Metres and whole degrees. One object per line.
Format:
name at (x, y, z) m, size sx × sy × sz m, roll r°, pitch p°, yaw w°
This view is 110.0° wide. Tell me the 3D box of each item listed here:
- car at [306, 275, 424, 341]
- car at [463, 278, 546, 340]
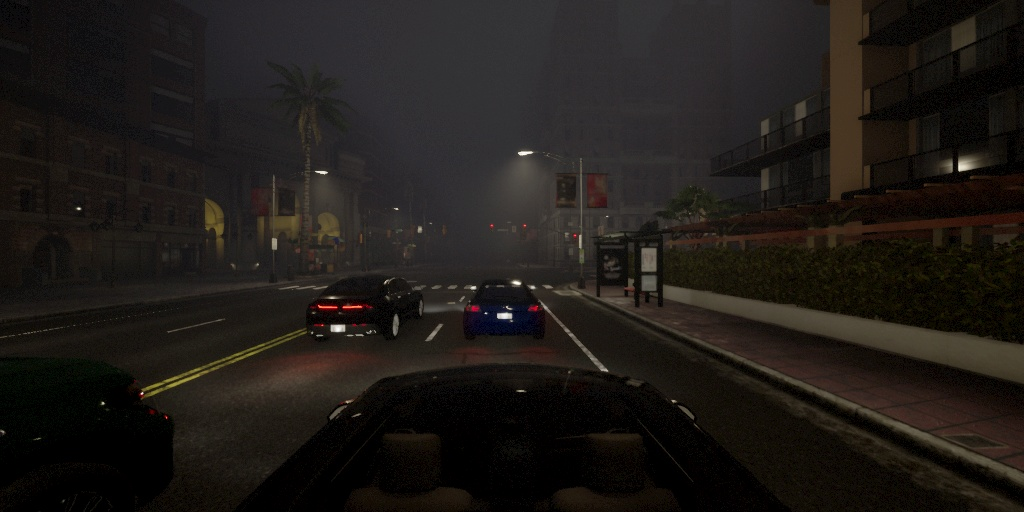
car at (-3.724, 1.255, 9.871) m, size 1.837 × 1.490 × 4.892 m, roll 0°, pitch 0°, yaw -3°
car at (-0.235, 1.314, 10.027) m, size 1.994 × 1.385 × 4.181 m, roll 0°, pitch 0°, yaw -2°
